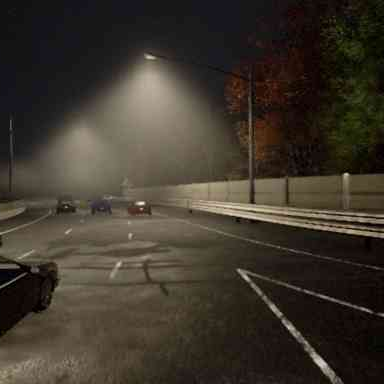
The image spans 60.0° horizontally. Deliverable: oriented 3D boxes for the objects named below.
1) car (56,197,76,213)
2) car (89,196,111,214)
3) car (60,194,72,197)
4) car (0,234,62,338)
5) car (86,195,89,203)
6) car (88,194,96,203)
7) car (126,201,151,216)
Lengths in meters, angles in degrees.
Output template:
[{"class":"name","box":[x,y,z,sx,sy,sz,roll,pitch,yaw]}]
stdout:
[{"class":"car","box":[-14.010,1.579,37.062,1.994,1.385,4.181,0,0,-20]},{"class":"car","box":[-9.740,1.468,35.558,1.882,1.535,5.008,0,0,-18]},{"class":"car","box":[-24.335,1.252,63.792,2.097,1.767,4.553,0,0,-38]},{"class":"car","box":[-3.570,1.561,4.644,2.033,1.411,5.357,0,0,-3]},{"class":"car","box":[-19.654,1.402,65.364,2.033,1.411,5.357,0,0,-23]},{"class":"car","box":[-16.636,1.464,59.122,1.882,1.535,5.008,0,0,-26]},{"class":"car","box":[-5.321,1.530,32.977,1.994,1.385,4.181,0,0,-18]}]
